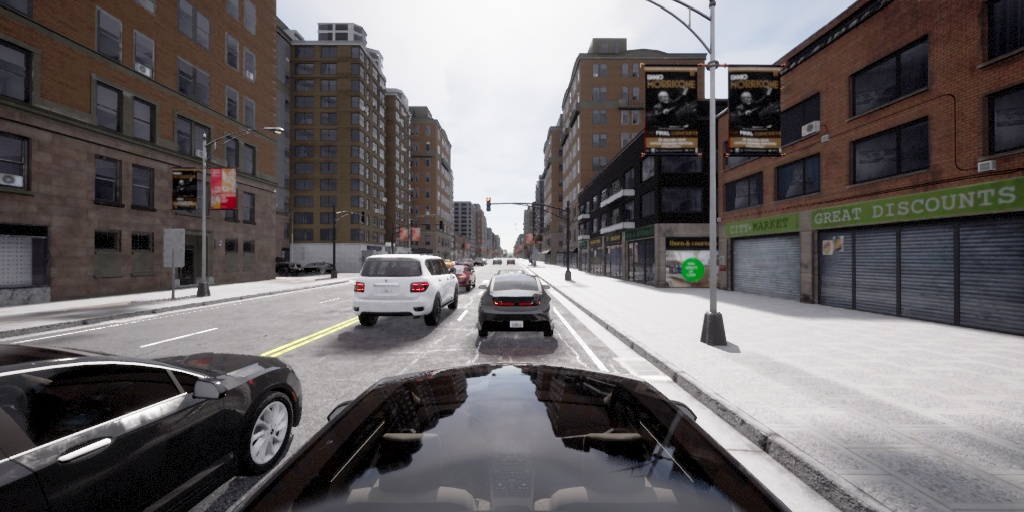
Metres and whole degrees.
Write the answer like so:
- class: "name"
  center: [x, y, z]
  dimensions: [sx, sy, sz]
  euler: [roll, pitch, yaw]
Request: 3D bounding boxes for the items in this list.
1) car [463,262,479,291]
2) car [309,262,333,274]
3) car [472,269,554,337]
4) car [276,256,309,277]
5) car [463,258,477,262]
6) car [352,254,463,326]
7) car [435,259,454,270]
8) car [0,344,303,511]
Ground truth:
- class: "car"
  center: [-3.264, 1.278, 21.530]
  dimensions: [1.812, 1.442, 4.674]
  euler: [0, 0, 0]
- class: "car"
  center: [-22.257, 1.346, 40.648]
  dimensions: [4.313, 1.339, 1.948]
  euler: [0, 0, 0]
- class: "car"
  center: [0.079, 1.256, 10.324]
  dimensions: [1.837, 1.490, 4.892]
  euler: [0, 0, 0]
- class: "car"
  center: [-23.581, 0.973, 35.170]
  dimensions: [5.566, 2.045, 2.150]
  euler: [0, 0, 0]
- class: "car"
  center: [-6.733, 1.121, 51.418]
  dimensions: [2.097, 1.767, 4.553]
  euler: [0, 0, 0]
- class: "car"
  center: [-3.181, 0.972, 11.830]
  dimensions: [2.150, 2.045, 5.566]
  euler: [0, 0, 1]
- class: "car"
  center: [-9.989, 1.247, 53.450]
  dimensions: [1.882, 1.535, 5.008]
  euler: [0, 1, 0]
- class: "car"
  center: [-3.154, 1.255, 1.877]
  dimensions: [1.837, 1.490, 4.892]
  euler: [0, 0, 0]
